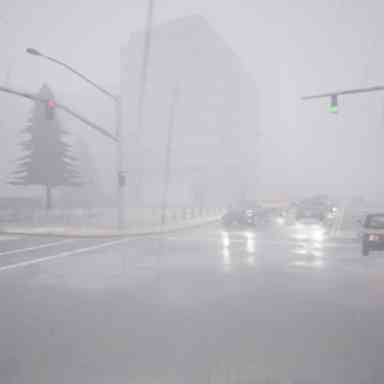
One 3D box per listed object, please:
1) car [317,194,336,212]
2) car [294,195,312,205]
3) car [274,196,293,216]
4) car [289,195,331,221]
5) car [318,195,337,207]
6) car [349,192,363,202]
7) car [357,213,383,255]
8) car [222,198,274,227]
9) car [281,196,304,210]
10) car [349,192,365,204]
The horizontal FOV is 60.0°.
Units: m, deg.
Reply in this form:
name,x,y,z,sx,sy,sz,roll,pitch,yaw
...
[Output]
name,x,y,z,sx,sy,sz,roll,pitch,yaw
car,12.713,1.015,32.831,2.097,1.767,4.553,-1,0,25
car,16.189,1.130,48.225,1.994,1.385,4.181,-1,0,25
car,7.575,1.268,30.155,1.882,1.535,5.008,-1,0,25
car,8.848,1.256,24.659,2.128,1.511,4.902,-1,0,25
car,17.113,1.150,41.986,1.895,1.301,4.718,-1,0,26
car,27.907,0.753,56.681,1.882,1.535,5.008,-1,0,25
car,7.084,1.419,12.085,1.895,1.301,4.718,-1,0,24
car,3.598,1.245,21.891,2.097,1.767,4.553,-1,0,27
car,11.884,1.203,39.186,1.812,1.442,4.674,-1,0,25
car,23.562,0.914,47.456,1.812,1.442,4.674,-1,0,25
